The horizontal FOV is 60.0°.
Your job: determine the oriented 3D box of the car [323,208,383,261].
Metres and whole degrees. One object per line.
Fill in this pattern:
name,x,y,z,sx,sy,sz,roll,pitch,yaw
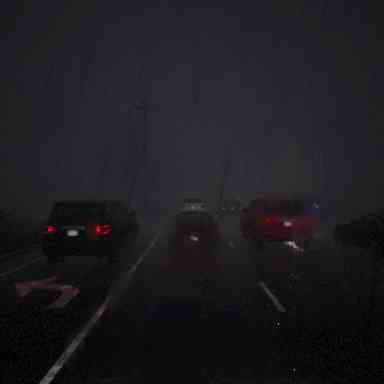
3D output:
car,7.093,1.560,12.589,2.128,1.511,4.902,0,0,0

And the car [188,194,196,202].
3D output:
car,-0.016,1.597,85.510,2.150,2.045,5.566,0,0,0

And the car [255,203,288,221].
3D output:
car,7.091,1.763,30.180,1.895,1.301,4.718,0,0,0

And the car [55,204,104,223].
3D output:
car,-9.489,1.751,27.894,4.718,1.301,1.895,0,0,43

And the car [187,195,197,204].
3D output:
car,-0.014,1.599,75.086,2.150,2.045,5.566,0,0,0

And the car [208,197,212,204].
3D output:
car,3.486,1.991,75.500,1.895,1.301,4.718,0,0,0

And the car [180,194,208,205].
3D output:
car,0.092,1.387,30.729,2.150,2.045,5.566,0,0,0

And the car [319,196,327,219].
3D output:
car,10.592,1.387,30.860,2.150,2.045,5.566,0,0,0

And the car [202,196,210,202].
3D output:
car,3.484,1.850,85.479,1.882,1.535,5.008,0,0,0

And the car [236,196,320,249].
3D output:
car,3.592,1.303,15.117,2.150,2.045,5.566,0,0,0

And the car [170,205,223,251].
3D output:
car,0.095,1.556,14.463,1.882,1.535,5.008,0,0,0

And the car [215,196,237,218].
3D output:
car,3.591,1.521,31.503,2.097,1.767,4.553,0,0,0

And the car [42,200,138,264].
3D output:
car,-3.414,1.287,12.185,2.150,2.045,5.566,0,0,0

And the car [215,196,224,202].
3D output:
car,6.984,1.850,85.480,1.882,1.535,5.008,0,0,0

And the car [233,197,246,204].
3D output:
car,10.486,1.912,74.222,2.128,1.511,4.902,0,0,0

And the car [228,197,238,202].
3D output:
car,10.484,1.938,84.677,1.895,1.301,4.718,0,0,0
